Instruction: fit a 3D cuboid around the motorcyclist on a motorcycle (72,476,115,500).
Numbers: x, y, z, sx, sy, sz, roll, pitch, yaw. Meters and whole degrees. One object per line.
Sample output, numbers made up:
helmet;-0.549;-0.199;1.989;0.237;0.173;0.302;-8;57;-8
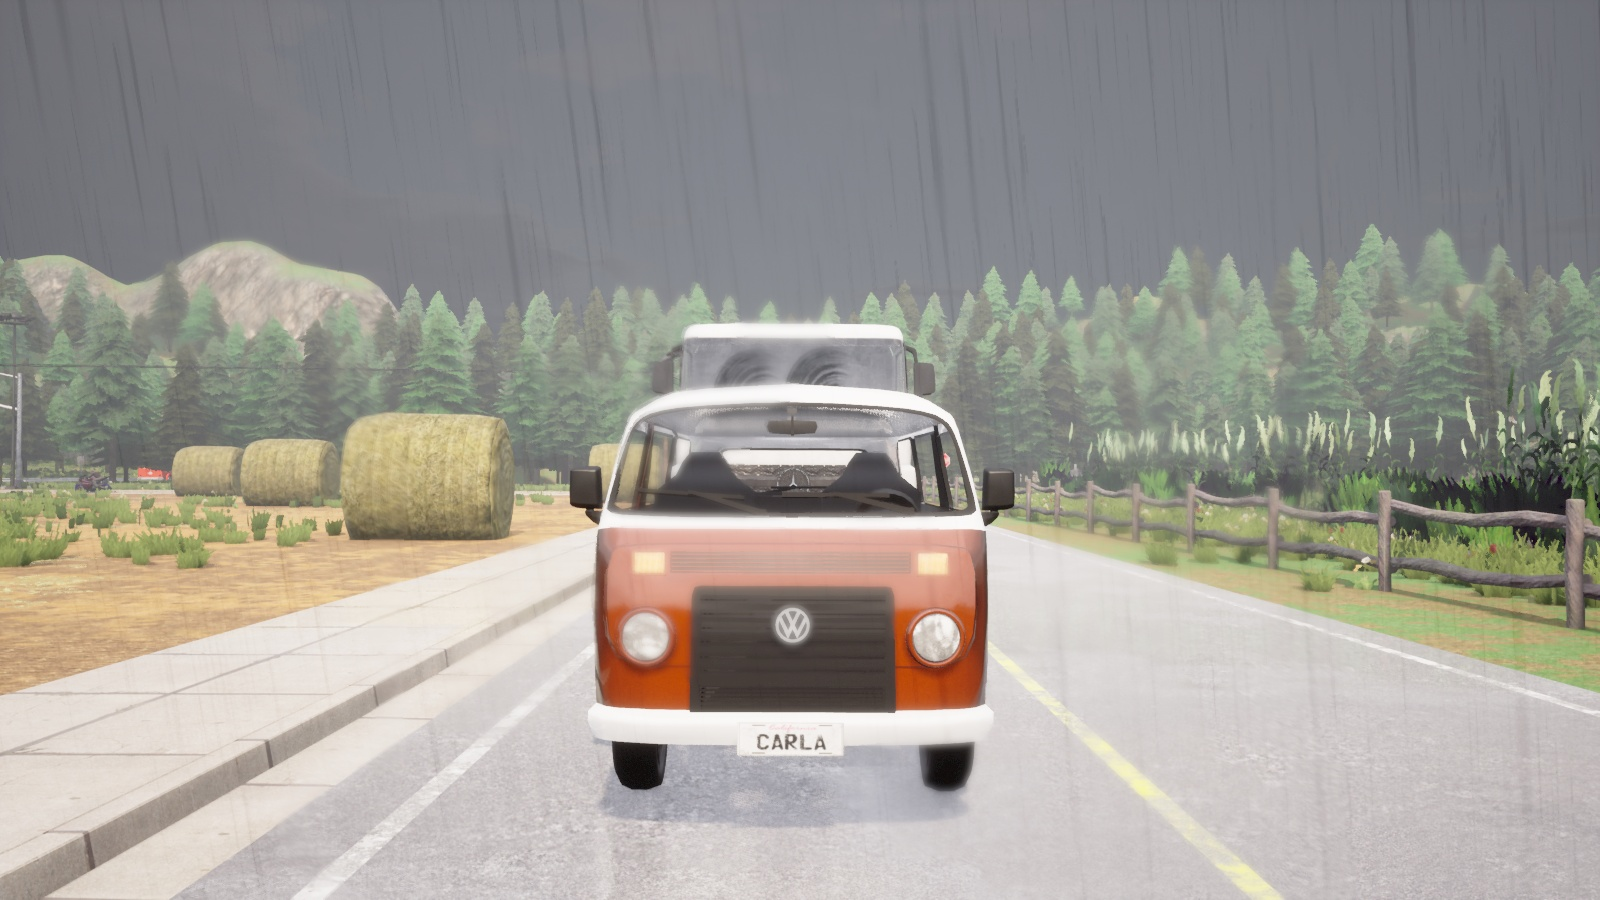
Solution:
motorcyclist on a motorcycle;-44.225;2.378;78.594;2.191;1.530;0.866;0;-1;-3

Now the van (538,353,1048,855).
van;-0.037;0.662;7.364;2.069;2.038;4.480;0;-1;0

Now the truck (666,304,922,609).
truck;-0.089;0.139;18.252;2.891;3.462;7.936;0;-1;0
